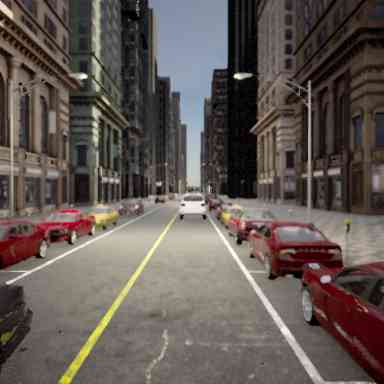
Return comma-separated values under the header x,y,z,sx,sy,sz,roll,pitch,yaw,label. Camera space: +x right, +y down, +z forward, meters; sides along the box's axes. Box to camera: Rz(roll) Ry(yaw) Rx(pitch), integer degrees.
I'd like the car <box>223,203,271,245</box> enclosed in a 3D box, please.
x,y,z,sx,sy,sz,roll,pitch,yaw,label
2.756,1.407,15.377,1.967,1.590,4.097,0,0,0,car

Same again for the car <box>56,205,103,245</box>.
x,y,z,sx,sy,sz,roll,pitch,yaw,label
-5.769,1.512,15.367,1.887,1.381,4.507,0,0,0,car

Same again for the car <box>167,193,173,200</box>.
x,y,z,sx,sy,sz,roll,pitch,yaw,label
-5.782,1.404,71.389,2.008,1.369,4.403,0,0,0,car

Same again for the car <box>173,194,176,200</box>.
x,y,z,sx,sy,sz,roll,pitch,yaw,label
-5.786,1.147,82.593,2.192,1.841,5.009,0,0,0,car

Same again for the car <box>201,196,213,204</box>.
x,y,z,sx,sy,sz,roll,pitch,yaw,label
2.746,1.441,60.191,1.947,1.339,4.313,0,0,0,car

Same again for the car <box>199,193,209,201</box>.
x,y,z,sx,sy,sz,roll,pitch,yaw,label
2.741,1.158,76.997,2.192,1.841,5.009,0,0,0,car

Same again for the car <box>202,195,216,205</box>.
x,y,z,sx,sy,sz,roll,pitch,yaw,label
2.747,1.326,54.590,1.967,1.590,4.097,0,0,0,car

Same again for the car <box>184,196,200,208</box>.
x,y,z,sx,sy,sz,roll,pitch,yaw,label
0.018,1.405,46.968,2.163,1.488,4.792,0,0,0,car

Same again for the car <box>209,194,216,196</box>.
x,y,z,sx,sy,sz,roll,pitch,yaw,label
2.747,1.212,48.988,2.192,1.841,5.009,0,0,0,car

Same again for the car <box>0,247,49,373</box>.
x,y,z,sx,sy,sz,roll,pitch,yaw,label
-3.064,1.543,2.160,2.033,1.411,5.357,0,0,0,car

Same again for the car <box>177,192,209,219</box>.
x,y,z,sx,sy,sz,roll,pitch,yaw,label
0.087,1.163,28.665,2.150,2.045,5.566,0,0,0,car

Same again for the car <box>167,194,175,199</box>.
x,y,z,sx,sy,sz,roll,pitch,yaw,label
-5.788,1.251,93.797,1.967,1.590,4.097,0,0,0,car

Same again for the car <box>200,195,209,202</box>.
x,y,z,sx,sy,sz,roll,pitch,yaw,label
2.743,1.378,71.565,1.752,1.417,4.829,0,0,0,car

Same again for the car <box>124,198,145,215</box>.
x,y,z,sx,sy,sz,roll,pitch,yaw,label
-5.773,1.372,32.174,1.967,1.590,4.097,0,0,0,car

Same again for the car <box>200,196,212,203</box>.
x,y,z,sx,sy,sz,roll,pitch,yaw,label
2.744,1.415,65.794,2.008,1.369,4.403,0,0,0,car

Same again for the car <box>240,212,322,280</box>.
x,y,z,sx,sy,sz,roll,pitch,yaw,label
2.757,1.524,9.776,1.887,1.381,4.507,0,0,0,car

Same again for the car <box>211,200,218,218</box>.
x,y,z,sx,sy,sz,roll,pitch,yaw,label
2.754,1.525,26.581,1.802,1.307,4.206,0,0,0,car

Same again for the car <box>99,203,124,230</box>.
x,y,z,sx,sy,sz,roll,pitch,yaw,label
-5.771,1.481,20.799,1.752,1.417,4.829,0,0,0,car

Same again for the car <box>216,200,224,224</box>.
x,y,z,sx,sy,sz,roll,pitch,yaw,label
2.755,1.480,21.149,1.752,1.417,4.829,0,0,0,car

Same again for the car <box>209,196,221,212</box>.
x,y,z,sx,sy,sz,roll,pitch,yaw,label
2.751,1.465,37.784,1.887,1.381,4.507,0,0,0,car

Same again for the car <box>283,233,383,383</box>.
x,y,z,sx,sy,sz,roll,pitch,yaw,label
2.759,1.536,4.173,1.887,1.381,4.507,0,0,0,car

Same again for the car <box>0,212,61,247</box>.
x,y,z,sx,sy,sz,roll,pitch,yaw,label
-5.768,1.524,9.765,1.887,1.381,4.507,0,0,0,car

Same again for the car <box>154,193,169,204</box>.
x,y,z,sx,sy,sz,roll,pitch,yaw,label
-5.780,1.420,60.184,1.887,1.381,4.507,0,0,0,car
